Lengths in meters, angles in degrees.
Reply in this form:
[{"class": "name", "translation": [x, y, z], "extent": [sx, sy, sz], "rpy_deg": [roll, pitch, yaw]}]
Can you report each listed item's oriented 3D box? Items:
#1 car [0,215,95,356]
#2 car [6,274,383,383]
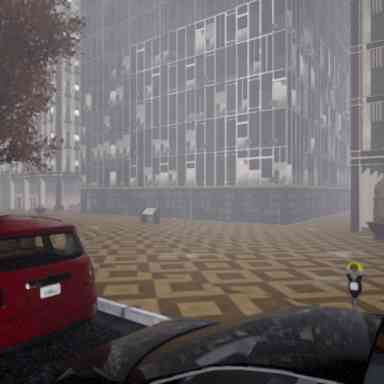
[{"class": "car", "translation": [-3.703, 1.311, 5.532], "extent": [5.009, 1.841, 2.192], "rpy_deg": [0, 0, 36]}, {"class": "car", "translation": [0.787, 1.565, 2.316], "extent": [4.313, 1.339, 1.947], "rpy_deg": [0, 0, 36]}]
